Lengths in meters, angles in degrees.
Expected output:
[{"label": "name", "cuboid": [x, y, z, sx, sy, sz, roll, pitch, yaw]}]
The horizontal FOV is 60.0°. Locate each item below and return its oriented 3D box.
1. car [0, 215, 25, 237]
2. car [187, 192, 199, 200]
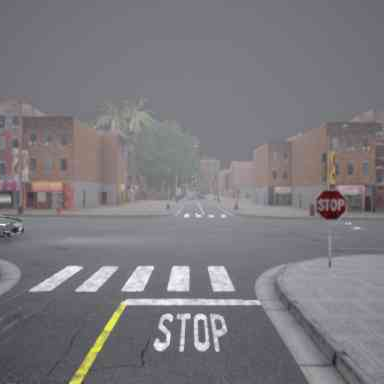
[{"label": "car", "cuboid": [-10.279, 1.398, 15.175, 4.902, 1.511, 2.128, 1, 0, 0]}, {"label": "car", "cuboid": [-0.040, 1.097, 73.560, 1.837, 1.490, 4.892, 0, 0, 0]}]
